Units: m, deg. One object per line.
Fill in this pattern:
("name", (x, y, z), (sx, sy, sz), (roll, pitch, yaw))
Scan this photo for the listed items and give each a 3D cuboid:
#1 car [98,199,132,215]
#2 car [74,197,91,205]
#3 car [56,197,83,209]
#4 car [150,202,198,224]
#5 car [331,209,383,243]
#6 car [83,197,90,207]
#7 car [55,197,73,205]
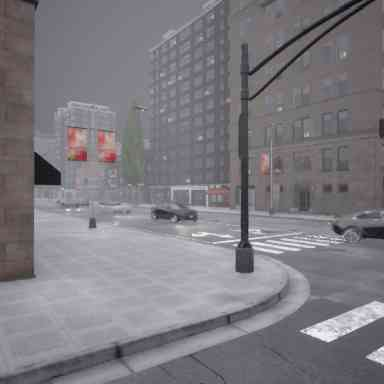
("car", (-8.163, 1.726, 35.601), (1.895, 1.301, 4.718), (0, 0, -36))
("car", (-21.850, 1.760, 66.140), (1.837, 1.490, 4.892), (0, 0, -36))
("car", (-18.444, 1.708, 50.074), (1.837, 1.490, 4.892), (0, -1, -36))
("car", (-1.487, 1.558, 26.294), (1.882, 1.535, 5.008), (0, -1, -36))
("car", (8.740, 1.514, 14.590), (4.902, 1.511, 2.128), (-1, 0, 35))
("car", (-19.024, 1.782, 56.636), (1.994, 1.385, 4.181), (0, 0, -36))
("car", (-25.225, 1.803, 65.260), (2.033, 1.411, 5.357), (0, 0, -36))
